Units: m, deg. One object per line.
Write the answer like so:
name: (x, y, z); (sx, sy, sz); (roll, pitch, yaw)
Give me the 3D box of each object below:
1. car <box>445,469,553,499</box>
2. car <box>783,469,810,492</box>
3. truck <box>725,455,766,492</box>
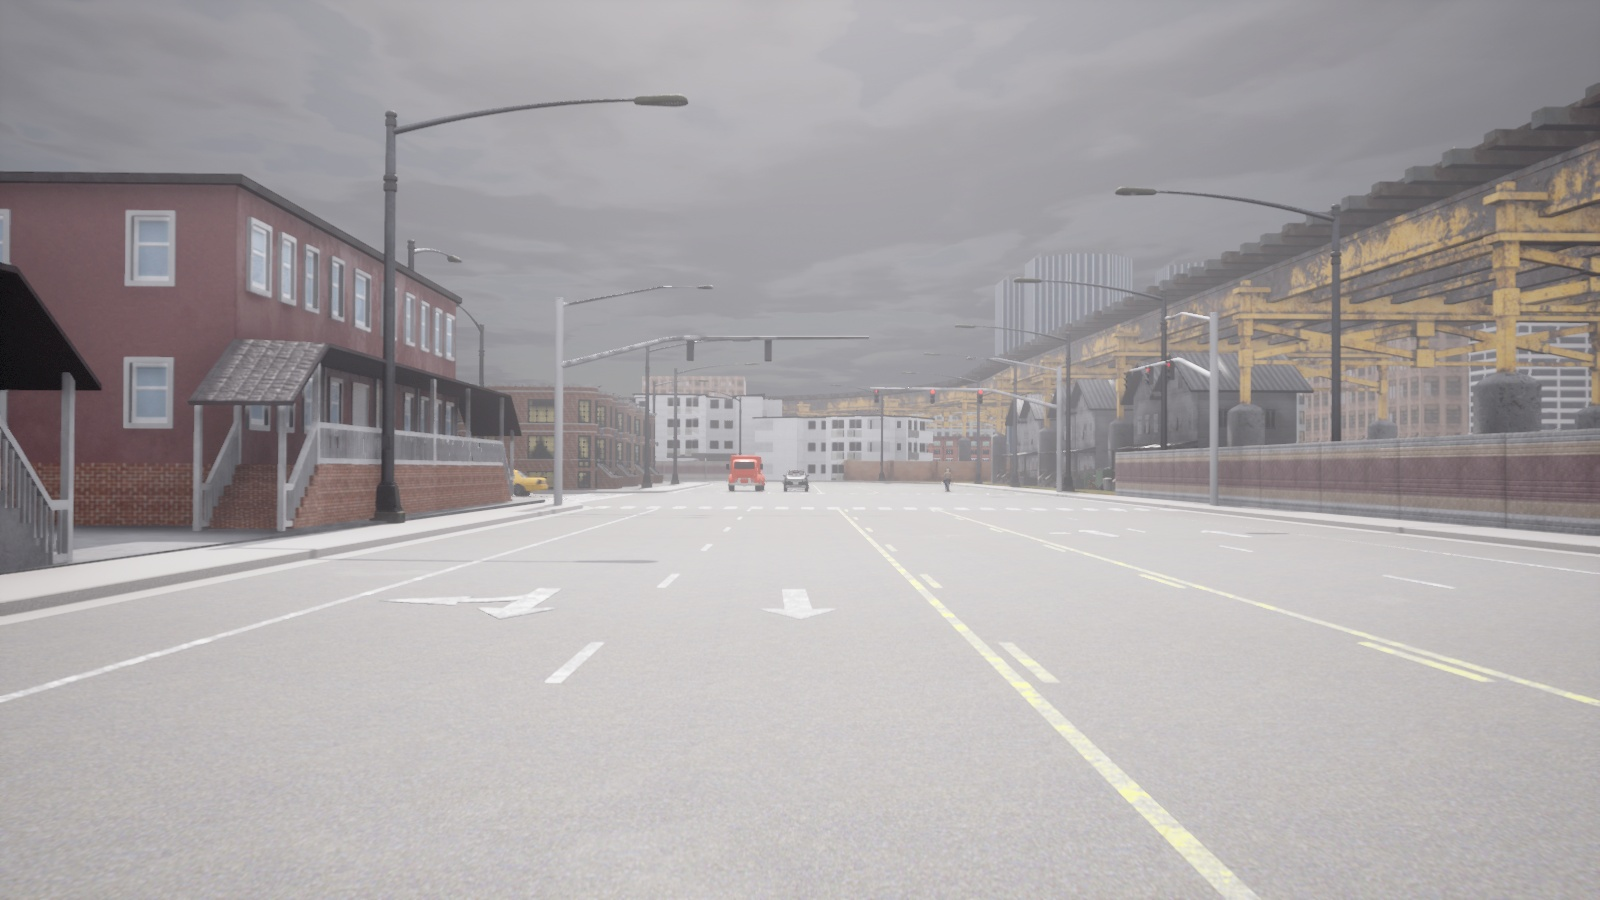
car: (-16.224, 1.834, 67.828); (5.366, 1.575, 1.801); (0, -1, 0)
car: (-0.245, 2.089, 86.222); (1.789, 1.549, 3.705); (0, -1, 0)
truck: (-3.755, 1.666, 87.582); (2.627, 2.467, 5.204); (0, -2, 0)
